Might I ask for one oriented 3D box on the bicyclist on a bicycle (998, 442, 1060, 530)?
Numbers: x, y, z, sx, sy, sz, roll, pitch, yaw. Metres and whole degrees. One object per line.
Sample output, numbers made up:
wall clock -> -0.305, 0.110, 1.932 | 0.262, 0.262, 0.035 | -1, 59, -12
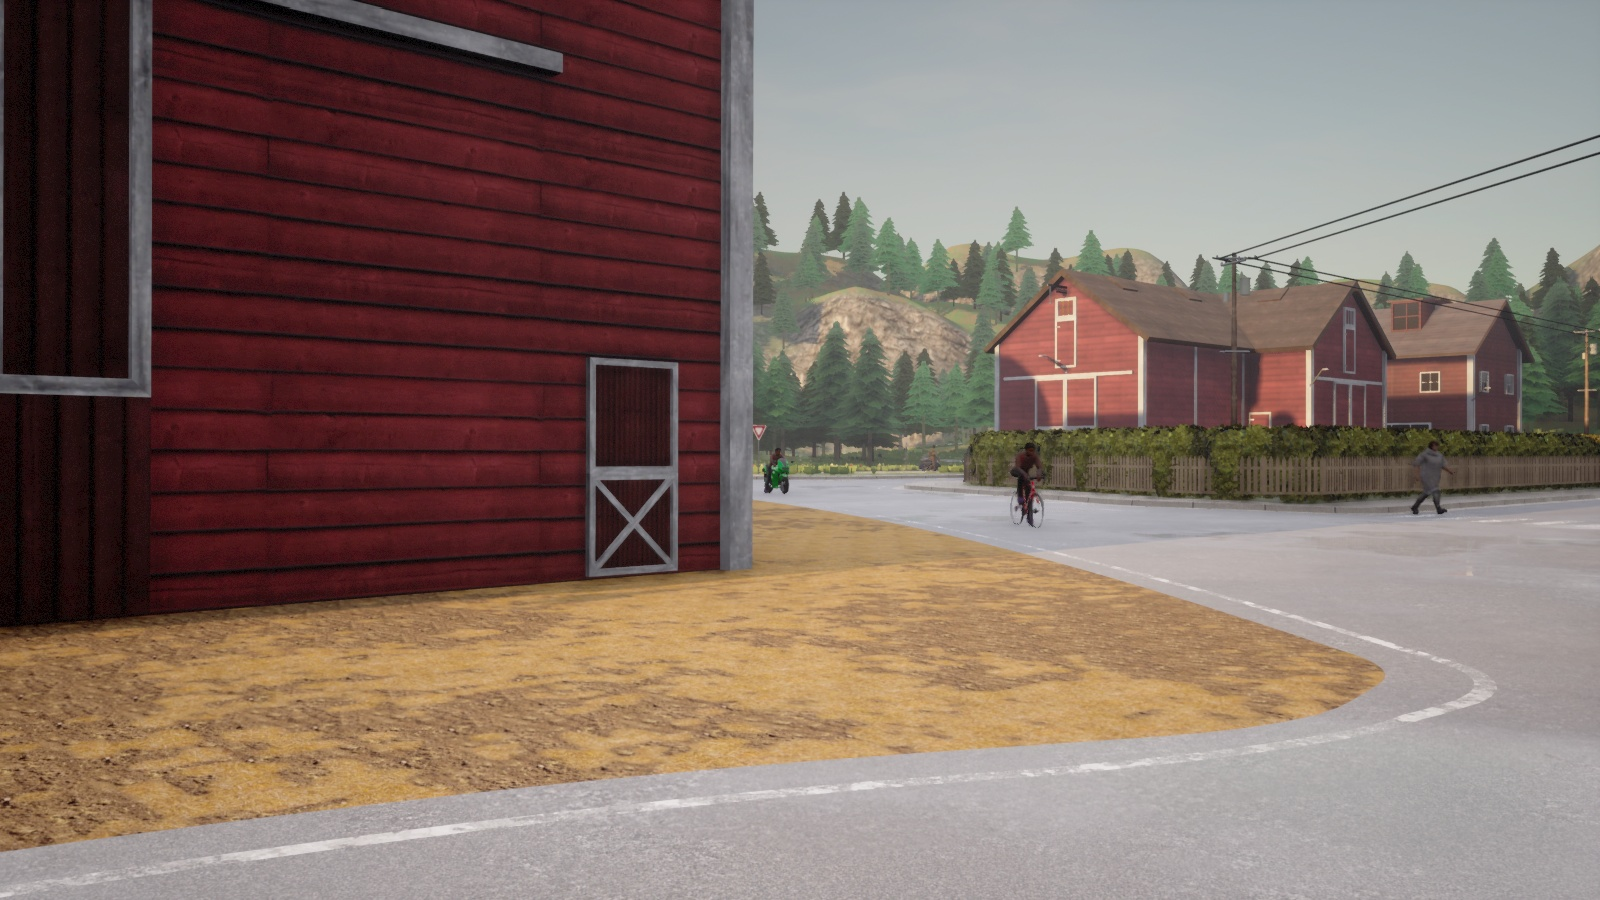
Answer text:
bicyclist on a bicycle -> 4.356, 0.660, 24.007 | 0.582, 1.620, 1.656 | 0, 0, -12

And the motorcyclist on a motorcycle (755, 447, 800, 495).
motorcyclist on a motorcycle -> -0.753, 0.679, 41.044 | 0.797, 1.523, 2.044 | 0, 0, -22

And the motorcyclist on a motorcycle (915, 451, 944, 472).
motorcyclist on a motorcycle -> 9.682, 0.849, 94.015 | 2.191, 1.530, 0.866 | 0, 0, -42

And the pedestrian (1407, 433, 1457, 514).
pedestrian -> 15.426, 0.572, 30.663 | 0.659, 1.952, 0.873 | 0, 0, -23
